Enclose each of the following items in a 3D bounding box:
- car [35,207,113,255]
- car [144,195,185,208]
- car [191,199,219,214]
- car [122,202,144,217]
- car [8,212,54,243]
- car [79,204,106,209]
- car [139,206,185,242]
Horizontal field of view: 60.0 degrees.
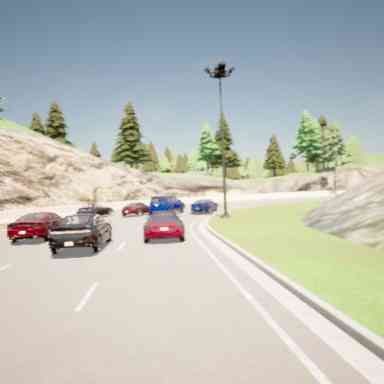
[{"bbox_3d":[-4.745,1.716,14.670,2.128,1.511,4.902,-2,0,-5],"label":"car"},{"bbox_3d":[-2.576,1.390,35.327,2.150,2.045,5.566,-3,0,20],"label":"car"},{"bbox_3d":[1.466,1.477,35.934,1.882,1.535,5.008,-3,0,21],"label":"car"},{"bbox_3d":[-5.919,1.836,36.058,1.812,1.442,4.674,-3,0,18],"label":"car"},{"bbox_3d":[-8.497,1.867,18.939,1.882,1.535,5.008,-3,0,-2],"label":"car"},{"bbox_3d":[-10.122,1.977,35.116,2.128,1.511,4.902,-3,0,16],"label":"car"},{"bbox_3d":[-1.427,1.653,17.105,1.994,1.385,4.181,-2,0,-5],"label":"car"}]
